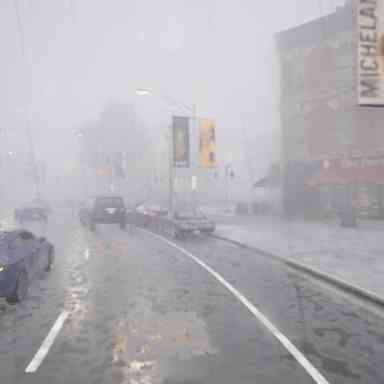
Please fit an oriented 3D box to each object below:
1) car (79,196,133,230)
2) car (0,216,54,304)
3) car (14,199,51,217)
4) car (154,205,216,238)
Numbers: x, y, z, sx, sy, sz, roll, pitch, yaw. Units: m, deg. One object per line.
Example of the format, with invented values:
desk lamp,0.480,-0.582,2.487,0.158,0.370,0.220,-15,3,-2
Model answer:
car,-5.842,1.248,21.535,2.150,2.045,5.566,0,0,-27
car,-4.634,1.561,7.926,1.812,1.442,4.674,0,0,-11
car,-12.644,1.567,25.940,1.882,1.535,5.008,0,0,-34
car,-0.460,1.573,17.476,1.895,1.301,4.718,-1,0,-18
